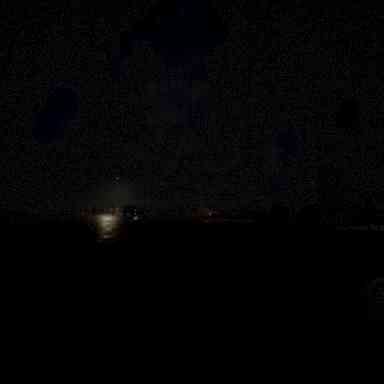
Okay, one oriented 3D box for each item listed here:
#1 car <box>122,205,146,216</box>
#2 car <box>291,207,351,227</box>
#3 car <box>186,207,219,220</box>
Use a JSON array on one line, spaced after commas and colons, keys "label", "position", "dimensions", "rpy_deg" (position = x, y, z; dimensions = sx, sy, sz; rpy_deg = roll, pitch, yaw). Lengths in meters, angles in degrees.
[{"label": "car", "position": [-9.868, 3.130, 56.214], "dimensions": [2.150, 2.045, 5.566], "rpy_deg": [1, -3, -35]}, {"label": "car", "position": [10.506, 2.029, 27.400], "dimensions": [1.837, 1.490, 4.892], "rpy_deg": [1, -3, -35]}, {"label": "car", "position": [1.224, 2.589, 40.462], "dimensions": [1.882, 1.535, 5.008], "rpy_deg": [1, -3, -35]}]
